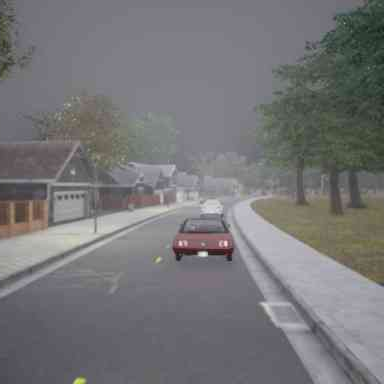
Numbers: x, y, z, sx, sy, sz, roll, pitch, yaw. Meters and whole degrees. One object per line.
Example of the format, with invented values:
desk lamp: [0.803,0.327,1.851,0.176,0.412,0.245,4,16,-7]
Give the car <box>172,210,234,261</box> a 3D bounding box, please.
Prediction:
car: [0.460,1.556,12.120,1.895,1.301,4.718,0,0,3]

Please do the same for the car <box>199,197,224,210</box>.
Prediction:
car: [1.839,1.412,29.370,1.812,1.442,4.674,0,0,6]
